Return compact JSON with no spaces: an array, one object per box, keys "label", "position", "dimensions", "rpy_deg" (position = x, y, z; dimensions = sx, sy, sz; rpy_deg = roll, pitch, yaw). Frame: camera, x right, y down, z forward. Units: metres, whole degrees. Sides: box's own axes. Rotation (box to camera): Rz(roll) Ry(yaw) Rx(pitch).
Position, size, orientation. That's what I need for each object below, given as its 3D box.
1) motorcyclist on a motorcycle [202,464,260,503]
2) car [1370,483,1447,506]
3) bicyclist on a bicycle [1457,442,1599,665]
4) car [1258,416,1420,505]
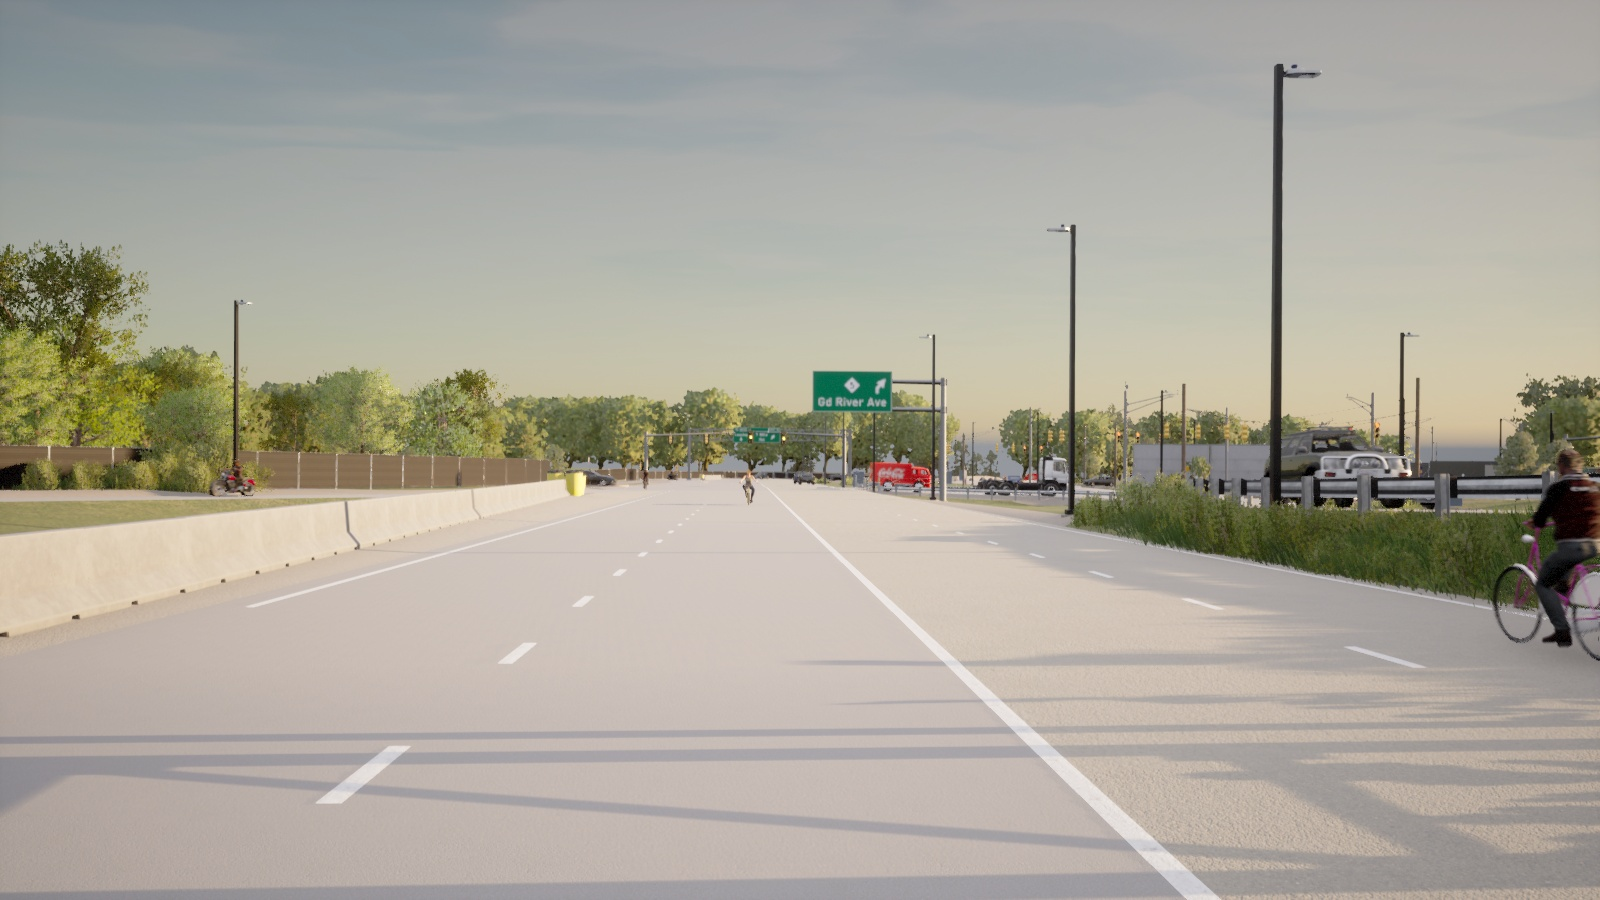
[{"label":"motorcyclist on a motorcycle","position":[-24.540,1.430,54.239],"dimensions":[0.766,1.649,2.350],"rpy_deg":[0,-1,23]},{"label":"car","position":[38.639,2.802,79.921],"dimensions":[2.033,1.411,5.357],"rpy_deg":[0,-1,-3]},{"label":"bicyclist on a bicycle","position":[6.568,0.834,10.921],"dimensions":[0.659,1.776,1.843],"rpy_deg":[0,-1,-2]},{"label":"car","position":[12.153,0.311,28.690],"dimensions":[1.932,1.855,4.605],"rpy_deg":[0,-2,4]}]
